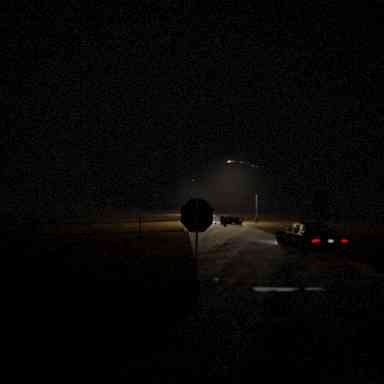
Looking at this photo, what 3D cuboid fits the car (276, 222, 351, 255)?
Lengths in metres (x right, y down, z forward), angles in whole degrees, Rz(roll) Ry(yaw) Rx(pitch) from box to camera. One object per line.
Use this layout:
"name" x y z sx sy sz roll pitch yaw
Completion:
"car" 5.732 2.200 16.412 2.033 1.411 5.357 1 -2 -2

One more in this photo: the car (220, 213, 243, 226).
"car" 4.166 2.953 35.767 1.895 1.301 4.718 1 -2 -1
